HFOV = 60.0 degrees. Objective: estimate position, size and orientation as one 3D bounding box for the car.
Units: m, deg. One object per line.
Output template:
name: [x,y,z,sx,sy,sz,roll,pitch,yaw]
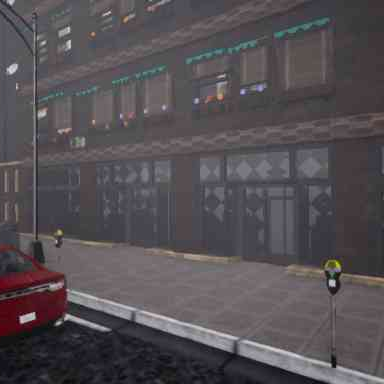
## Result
car: [-4.010,1.545,5.741,4.507,1.381,1.887,0,0,35]
